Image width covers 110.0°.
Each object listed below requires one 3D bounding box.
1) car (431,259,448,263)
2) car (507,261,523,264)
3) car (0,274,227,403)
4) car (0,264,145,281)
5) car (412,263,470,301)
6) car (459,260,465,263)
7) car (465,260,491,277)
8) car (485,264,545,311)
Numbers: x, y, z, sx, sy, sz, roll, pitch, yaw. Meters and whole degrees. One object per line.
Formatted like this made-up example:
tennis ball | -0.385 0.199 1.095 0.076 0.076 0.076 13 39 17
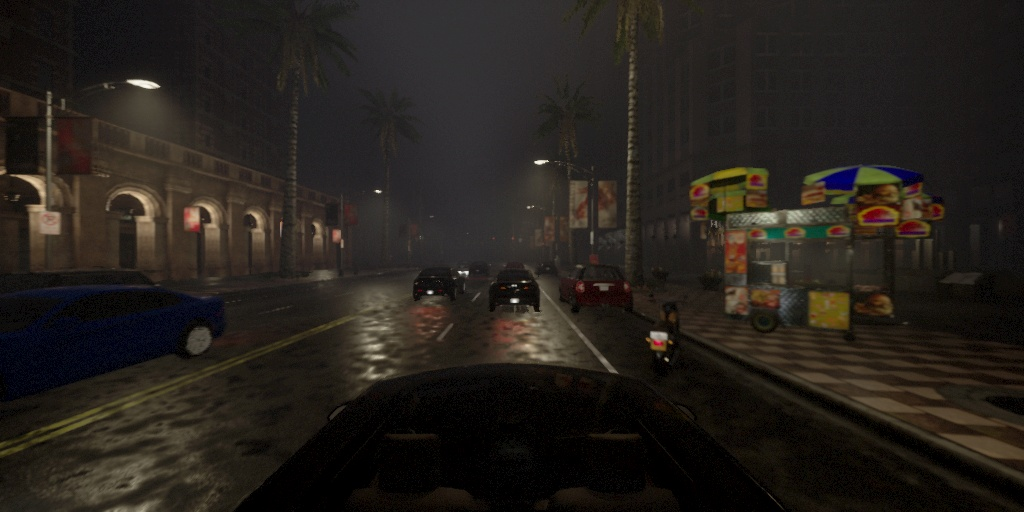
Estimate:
car | -10.145 1.254 50.545 1.837 1.490 4.892 0 0 1
car | 0.264 1.230 32.392 1.882 1.535 5.008 0 0 1
car | -7.089 1.228 5.616 1.882 1.535 5.008 0 0 0
car | -10.598 1.102 8.115 2.097 1.767 4.553 0 0 0
car | -3.389 1.256 17.306 1.837 1.490 4.892 0 0 0
car | -6.645 1.263 50.509 2.128 1.511 4.902 0 0 1
car | -3.197 1.231 36.053 1.882 1.535 5.008 0 0 1
car | 0.094 1.255 14.441 1.837 1.490 4.892 0 0 0
